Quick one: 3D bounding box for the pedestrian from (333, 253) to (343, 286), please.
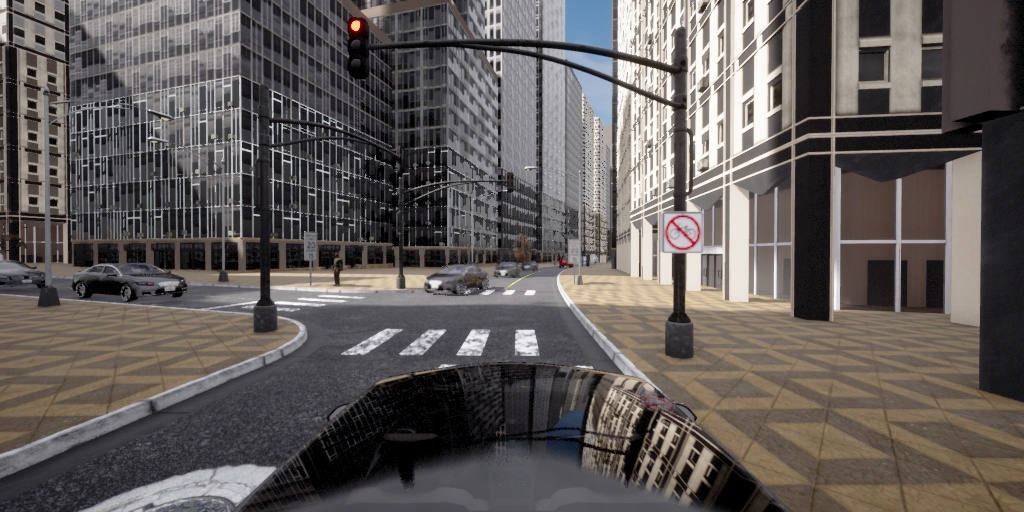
[{"bbox_3d":[-9.518,0.716,19.477,0.375,1.860,0.375,0,0,16],"label":"pedestrian"}]

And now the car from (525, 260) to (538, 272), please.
[{"bbox_3d":[2.481,1.371,49.730,2.128,1.511,4.902,0,0,12],"label":"car"}]

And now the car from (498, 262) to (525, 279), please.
[{"bbox_3d":[-0.400,1.293,33.562,2.128,1.511,4.902,0,0,9],"label":"car"}]

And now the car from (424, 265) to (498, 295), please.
[{"bbox_3d":[-2.892,1.251,19.857,2.128,1.511,4.902,1,0,21],"label":"car"}]

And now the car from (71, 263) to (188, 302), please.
[{"bbox_3d":[-16.366,1.043,15.381,4.902,1.511,2.128,1,1,16],"label":"car"}]

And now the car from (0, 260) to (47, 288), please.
[{"bbox_3d":[-25.926,0.941,18.180,4.674,1.442,1.812,1,1,17],"label":"car"}]
